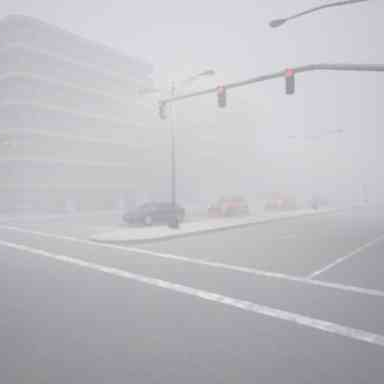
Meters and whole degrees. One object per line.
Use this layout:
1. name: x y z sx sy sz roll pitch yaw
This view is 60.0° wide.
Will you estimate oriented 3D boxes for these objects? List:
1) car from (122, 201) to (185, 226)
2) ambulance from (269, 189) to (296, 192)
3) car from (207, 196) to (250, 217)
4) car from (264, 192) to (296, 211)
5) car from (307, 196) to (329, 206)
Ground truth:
1. car: -2.517 1.409 22.817 1.837 1.490 4.892 0 0 40
2. ambulance: 12.146 0.776 45.825 2.351 2.431 6.366 0 0 40
3. car: 3.303 1.202 29.833 2.097 1.767 4.553 0 0 39
4. car: 10.050 1.143 37.957 2.097 1.767 4.553 0 0 40
5. car: 18.086 1.244 47.573 1.812 1.442 4.674 0 0 40
